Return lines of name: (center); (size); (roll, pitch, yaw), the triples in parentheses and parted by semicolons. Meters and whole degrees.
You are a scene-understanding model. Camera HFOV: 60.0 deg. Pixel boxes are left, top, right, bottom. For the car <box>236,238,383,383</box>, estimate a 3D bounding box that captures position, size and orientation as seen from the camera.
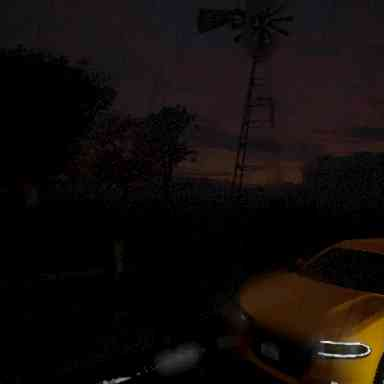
car: (2.892, 1.507, 5.134); (5.008, 1.535, 1.882); (0, 0, -35)
